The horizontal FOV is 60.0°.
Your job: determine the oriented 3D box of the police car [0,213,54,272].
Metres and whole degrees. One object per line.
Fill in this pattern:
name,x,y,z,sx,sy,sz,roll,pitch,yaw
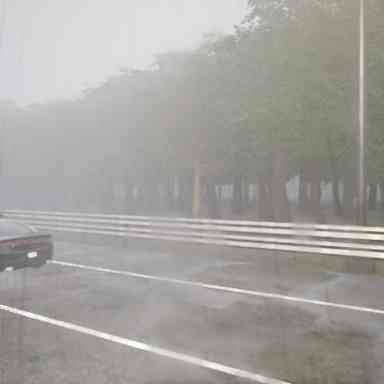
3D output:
police car,-6.541,1.497,10.286,5.238,1.638,1.930,0,-1,30
